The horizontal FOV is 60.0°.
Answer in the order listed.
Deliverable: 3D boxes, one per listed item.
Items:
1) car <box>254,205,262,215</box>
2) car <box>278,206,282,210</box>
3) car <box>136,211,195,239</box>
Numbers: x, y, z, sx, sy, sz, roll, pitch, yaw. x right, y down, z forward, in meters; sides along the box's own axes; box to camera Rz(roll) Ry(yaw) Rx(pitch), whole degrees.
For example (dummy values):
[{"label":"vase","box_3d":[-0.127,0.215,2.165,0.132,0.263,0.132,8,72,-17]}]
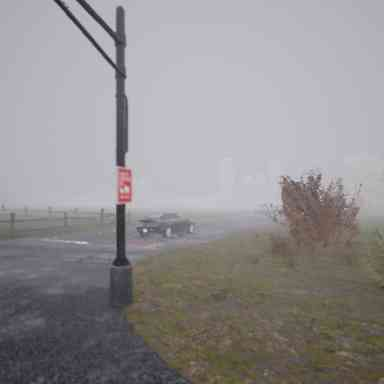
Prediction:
[{"label":"car","box_3d":[11.431,2.748,53.442,2.097,1.767,4.553,-1,-2,27]},{"label":"car","box_3d":[13.626,2.834,49.974,2.033,1.411,5.357,-1,-2,28]},{"label":"car","box_3d":[-1.500,1.944,20.493,1.837,1.490,4.892,-1,-2,27]}]
